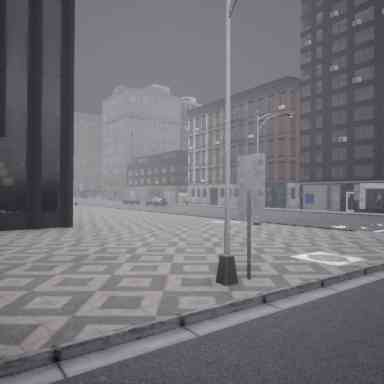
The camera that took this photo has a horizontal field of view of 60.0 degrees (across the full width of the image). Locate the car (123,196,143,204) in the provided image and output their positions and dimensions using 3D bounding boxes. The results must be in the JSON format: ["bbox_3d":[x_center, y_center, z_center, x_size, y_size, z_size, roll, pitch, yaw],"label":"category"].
[{"bbox_3d":[-12.319,1.639,68.853,2.128,1.511,4.902,1,0,-36],"label":"car"}]

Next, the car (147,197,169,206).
[{"bbox_3d":[-6.254,1.638,60.396,1.837,1.490,4.892,1,0,-36],"label":"car"}]

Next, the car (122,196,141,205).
[{"bbox_3d":[-11.388,1.713,61.806,1.895,1.301,4.718,1,0,-36],"label":"car"}]

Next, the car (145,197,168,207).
[{"bbox_3d":[-5.938,1.624,54.267,1.812,1.442,4.674,1,0,-36],"label":"car"}]
